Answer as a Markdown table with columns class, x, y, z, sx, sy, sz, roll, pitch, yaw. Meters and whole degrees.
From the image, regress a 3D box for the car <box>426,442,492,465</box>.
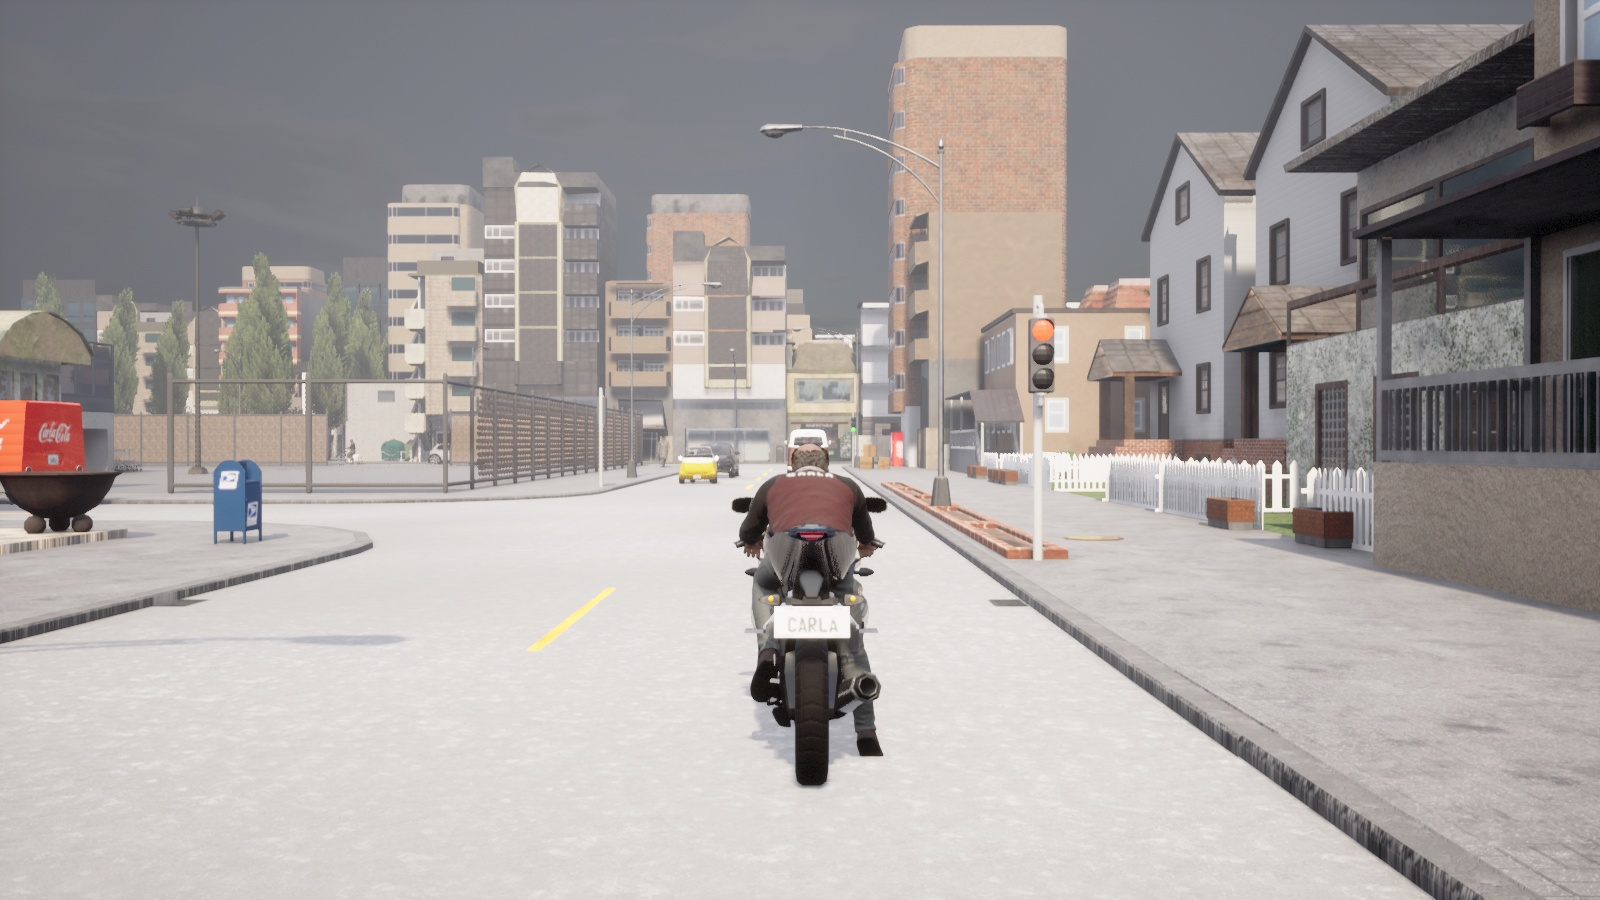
| class | x | y | z | sx | sy | sz | roll | pitch | yaw |
| --- | --- | --- | --- | --- | --- | --- | --- | --- | --- |
| car | -22.269 | 0.219 | 82.157 | 3.806 | 1.475 | 1.970 | 0 | 0 | 1 |

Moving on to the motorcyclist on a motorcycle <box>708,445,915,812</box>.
| class | x | y | z | sx | sy | sz | roll | pitch | yaw |
| --- | --- | --- | --- | --- | --- | --- | --- | --- | --- |
| motorcyclist on a motorcycle | 0.050 | 0.745 | 6.352 | 0.866 | 1.530 | 2.191 | 0 | 0 | 0 |

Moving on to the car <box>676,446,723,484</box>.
| class | x | y | z | sx | sy | sz | roll | pitch | yaw |
| --- | --- | --- | --- | --- | --- | --- | --- | --- | --- |
| car | -3.681 | 0.531 | 46.246 | 1.481 | 1.376 | 2.207 | 0 | 0 | 1 |

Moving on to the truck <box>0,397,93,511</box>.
| class | x | y | z | sx | sy | sz | roll | pitch | yaw |
| --- | --- | --- | --- | --- | --- | --- | --- | --- | --- |
| truck | -19.399 | 0.079 | 28.508 | 5.204 | 2.467 | 2.627 | 0 | 0 | 2 |

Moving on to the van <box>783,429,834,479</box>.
| class | x | y | z | sx | sy | sz | roll | pitch | yaw |
| --- | --- | --- | --- | --- | --- | --- | --- | --- | --- |
| van | 0.341 | 0.163 | 53.216 | 2.069 | 2.038 | 4.480 | 0 | 0 | 0 |

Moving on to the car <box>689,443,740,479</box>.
| class | x | y | z | sx | sy | sz | roll | pitch | yaw |
| --- | --- | --- | --- | --- | --- | --- | --- | --- | --- |
| car | -3.660 | 0.433 | 54.512 | 1.837 | 1.490 | 4.892 | 0 | 0 | 1 |

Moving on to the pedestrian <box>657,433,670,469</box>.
| class | x | y | z | sx | sy | sz | roll | pitch | yaw |
| --- | --- | --- | --- | --- | --- | --- | --- | --- | --- |
| pedestrian | -7.604 | 0.046 | 69.987 | 0.659 | 1.952 | 0.873 | 0 | 0 | -8 |
